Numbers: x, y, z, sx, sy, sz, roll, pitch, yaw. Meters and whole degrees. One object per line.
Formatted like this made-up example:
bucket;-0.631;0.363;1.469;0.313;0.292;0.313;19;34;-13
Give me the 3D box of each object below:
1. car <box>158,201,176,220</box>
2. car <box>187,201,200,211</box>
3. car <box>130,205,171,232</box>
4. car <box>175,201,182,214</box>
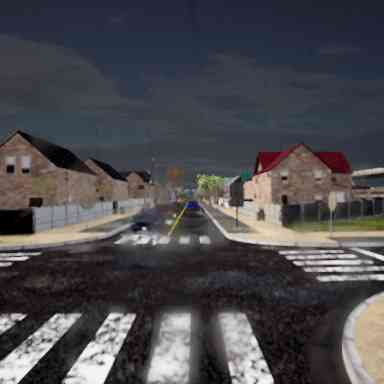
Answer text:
car;-2.802;1.919;32.821;1.812;1.442;4.674;0;-1;0
car;0.171;2.101;52.272;1.882;1.535;5.008;0;-1;0
car;-2.821;1.816;22.364;2.033;1.411;5.357;0;-1;0
car;-2.788;2.069;43.611;2.033;1.411;5.357;0;-1;-1
